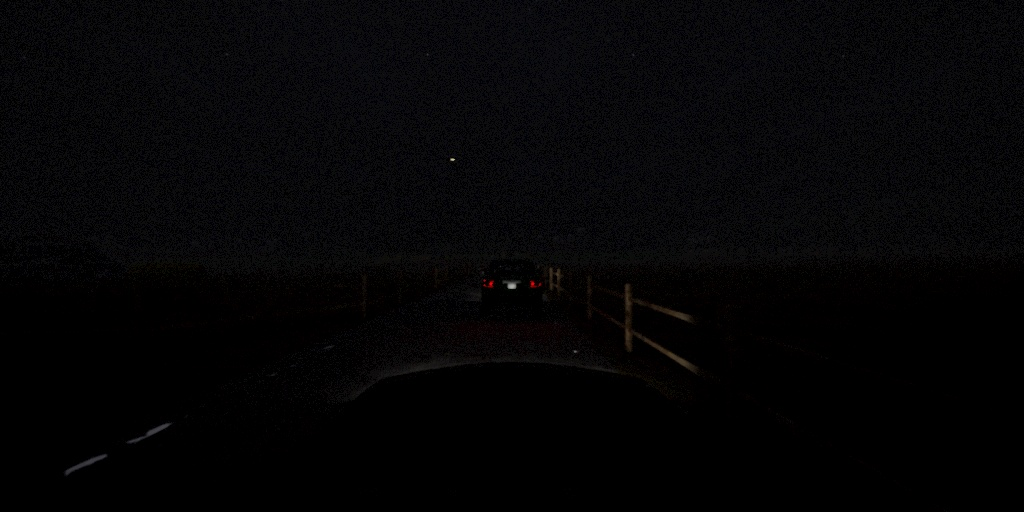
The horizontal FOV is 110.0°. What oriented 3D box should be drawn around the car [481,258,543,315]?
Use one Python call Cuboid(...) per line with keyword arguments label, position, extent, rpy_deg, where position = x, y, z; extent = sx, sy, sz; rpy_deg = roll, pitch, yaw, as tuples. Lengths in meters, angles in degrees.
Cuboid(label="car", position=(0.005, 1.097, 14.437), extent=(2.150, 2.045, 5.566), rpy_deg=(0, 0, 0))
